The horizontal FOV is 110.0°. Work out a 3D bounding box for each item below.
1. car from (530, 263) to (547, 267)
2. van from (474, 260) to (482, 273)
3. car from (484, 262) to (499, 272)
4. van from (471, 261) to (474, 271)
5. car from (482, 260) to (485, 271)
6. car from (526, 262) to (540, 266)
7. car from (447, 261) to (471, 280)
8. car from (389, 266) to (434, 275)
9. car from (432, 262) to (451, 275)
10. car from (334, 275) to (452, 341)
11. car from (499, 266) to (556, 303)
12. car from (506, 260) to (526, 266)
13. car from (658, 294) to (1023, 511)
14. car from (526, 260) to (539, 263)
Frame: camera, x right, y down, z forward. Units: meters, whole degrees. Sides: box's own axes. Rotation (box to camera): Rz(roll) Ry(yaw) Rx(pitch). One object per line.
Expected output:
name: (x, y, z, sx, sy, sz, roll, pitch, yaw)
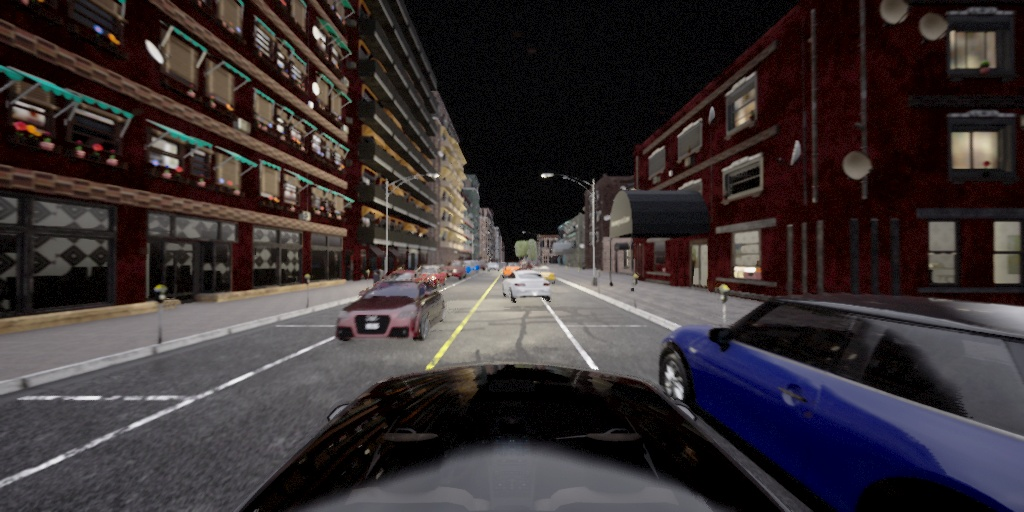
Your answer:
car: (2.696, 1.525, 30.036, 1.751, 1.417, 4.829, 0, 0, 0)
van: (-5.680, 1.552, 52.023, 1.690, 1.789, 3.998, 0, 0, 0)
car: (-2.999, 1.801, 58.354, 1.812, 1.442, 4.674, 0, -1, 0)
van: (-5.683, 1.444, 40.947, 1.690, 1.789, 3.998, 0, 0, 0)
car: (-5.678, 1.638, 63.101, 2.192, 1.841, 5.009, 0, 0, 0)
car: (2.696, 1.601, 35.405, 2.007, 1.370, 4.403, 0, 0, 0)
car: (-5.684, 1.365, 35.407, 2.192, 1.841, 5.009, 0, 0, 0)
car: (-5.687, 1.445, 18.790, 1.888, 1.381, 4.507, 0, 0, 0)
car: (-5.686, 1.389, 24.328, 1.967, 1.591, 4.097, 0, 0, 0)
car: (-3.100, 1.385, 9.945, 1.994, 1.385, 4.181, 0, -1, 0)
car: (0.652, 1.416, 17.728, 1.812, 1.442, 4.674, 0, -1, -8)
car: (0.098, 1.434, 38.877, 2.097, 1.767, 4.553, 0, -1, 0)
car: (3.113, 1.116, 3.254, 2.097, 1.767, 4.553, 0, 0, 0)
car: (2.700, 1.471, 46.483, 2.192, 1.841, 5.009, 0, 0, 0)
